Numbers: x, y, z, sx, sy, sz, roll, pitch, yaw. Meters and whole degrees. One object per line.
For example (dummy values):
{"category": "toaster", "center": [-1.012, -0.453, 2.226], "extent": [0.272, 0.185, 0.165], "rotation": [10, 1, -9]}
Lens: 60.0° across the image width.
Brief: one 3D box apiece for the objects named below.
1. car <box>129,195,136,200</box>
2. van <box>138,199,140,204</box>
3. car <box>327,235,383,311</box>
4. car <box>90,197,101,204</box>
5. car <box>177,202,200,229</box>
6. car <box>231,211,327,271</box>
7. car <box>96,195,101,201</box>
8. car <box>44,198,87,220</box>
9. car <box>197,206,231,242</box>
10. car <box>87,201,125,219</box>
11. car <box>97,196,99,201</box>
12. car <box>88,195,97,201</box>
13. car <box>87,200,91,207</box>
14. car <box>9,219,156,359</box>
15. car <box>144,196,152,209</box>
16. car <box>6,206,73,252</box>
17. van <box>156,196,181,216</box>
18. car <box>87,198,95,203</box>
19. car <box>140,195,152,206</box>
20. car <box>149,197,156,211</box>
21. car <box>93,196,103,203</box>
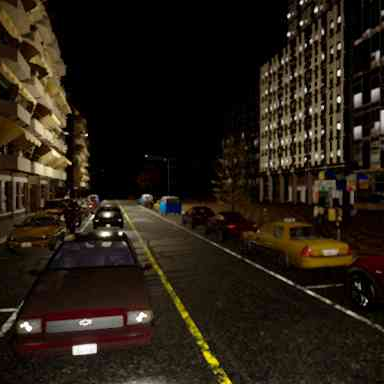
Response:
{"category": "car", "center": [-16.313, 1.592, 91.269], "extent": [1.887, 1.381, 4.507], "rotation": [-1, 0, -14]}
{"category": "van", "center": [-7.269, 1.345, 53.655], "extent": [1.690, 1.788, 3.998], "rotation": [0, 0, -14]}
{"category": "car", "center": [4.364, 1.437, 5.293], "extent": [1.967, 1.590, 4.097], "rotation": [0, 0, -14]}
{"category": "car", "center": [-17.999, 1.599, 62.441], "extent": [1.802, 1.307, 4.206], "rotation": [0, 0, -14]}
{"category": "car", "center": [0.487, 1.575, 21.414], "extent": [1.802, 1.307, 4.206], "rotation": [0, 0, -14]}
{"category": "car", "center": [3.032, 1.520, 10.833], "extent": [1.752, 1.417, 4.829], "rotation": [0, 0, -14]}
{"category": "car", "center": [-14.122, 1.548, 46.322], "extent": [1.887, 1.381, 4.507], "rotation": [0, 0, -14]}
{"category": "car", "center": [-7.662, 1.311, 19.454], "extent": [2.192, 1.841, 5.009], "rotation": [0, 0, -14]}
{"category": "car", "center": [1.780, 1.575, 16.041], "extent": [1.802, 1.307, 4.206], "rotation": [0, 0, -14]}
{"category": "car", "center": [-5.424, 1.542, 21.688], "extent": [2.033, 1.411, 5.357], "rotation": [0, 0, -14]}
{"category": "car", "center": [-12.830, 1.566, 40.948], "extent": [1.947, 1.339, 4.313], "rotation": [0, 0, -14]}
{"category": "car", "center": [-11.538, 1.438, 35.574], "extent": [1.967, 1.590, 4.097], "rotation": [0, 0, -14]}
{"category": "car", "center": [-8.952, 1.546, 24.829], "extent": [2.008, 1.369, 4.403], "rotation": [0, 0, -14]}
{"category": "car", "center": [-1.915, 1.545, 6.684], "extent": [2.033, 1.411, 5.357], "rotation": [0, 0, -13]}
{"category": "car", "center": [-4.682, 1.563, 42.908], "extent": [1.947, 1.339, 4.313], "rotation": [0, 0, -14]}
{"category": "car", "center": [-6.329, 1.522, 13.917], "extent": [1.752, 1.417, 4.829], "rotation": [0, 0, -14]}
{"category": "van", "center": [-2.098, 1.334, 32.161], "extent": [1.690, 1.788, 3.998], "rotation": [0, 0, -14]}
{"category": "car", "center": [-10.245, 1.547, 30.202], "extent": [2.008, 1.369, 4.403], "rotation": [0, 0, -14]}
{"category": "car", "center": [-5.975, 1.441, 48.281], "extent": [1.967, 1.590, 4.097], "rotation": [0, 0, -14]}
{"category": "car", "center": [-3.429, 1.520, 37.699], "extent": [1.752, 1.417, 4.829], "rotation": [0, 0, -14]}
{"category": "car", "center": [-20.584, 1.594, 73.188], "extent": [1.947, 1.339, 4.313], "rotation": [0, 0, -14]}
